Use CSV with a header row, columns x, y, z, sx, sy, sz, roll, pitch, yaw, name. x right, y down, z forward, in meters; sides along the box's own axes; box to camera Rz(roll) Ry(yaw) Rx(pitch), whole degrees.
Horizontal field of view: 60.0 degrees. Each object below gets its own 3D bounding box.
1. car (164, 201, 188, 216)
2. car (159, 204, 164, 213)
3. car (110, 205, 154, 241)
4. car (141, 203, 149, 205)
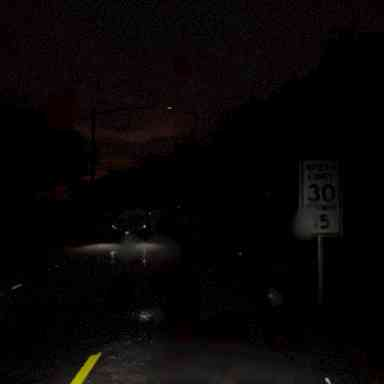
x,y,z,sx,sy,sz,roll,pitch,yaw,name
-1.803,1.815,38.781,2.097,1.767,4.553,0,-2,-9,car
-3.599,2.358,48.546,1.994,1.385,4.181,0,-2,-12,car
-3.002,1.611,17.419,1.812,1.442,4.674,0,0,-2,car
-6.968,2.373,49.030,1.994,1.385,4.181,2,-3,-13,car
